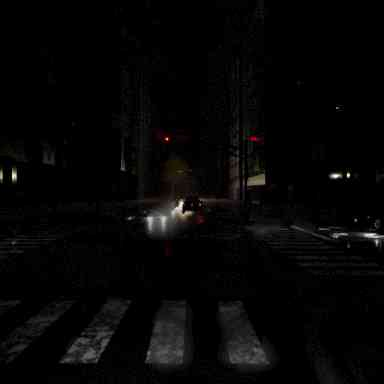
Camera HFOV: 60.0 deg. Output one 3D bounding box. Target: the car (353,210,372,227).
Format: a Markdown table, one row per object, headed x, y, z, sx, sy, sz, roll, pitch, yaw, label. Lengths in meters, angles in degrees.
| x | y | z | sx | sy | sz | roll | pitch | yaw | label |
| --- | --- | --- | --- | --- | --- | --- | --- | --- | --- |
| 12.599 | 1.496 | 20.600 | 4.902 | 1.511 | 2.128 | 0 | 0 | 0 | car |

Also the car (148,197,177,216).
| x | y | z | sx | sy | sz | roll | pitch | yaw | label |
| --- | --- | --- | --- | --- | --- | --- | --- | --- | --- |
| -3.101 | 1.547 | 33.441 | 2.033 | 1.411 | 5.357 | 0 | 0 | 4 | car |

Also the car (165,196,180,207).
| x | y | z | sx | sy | sz | roll | pitch | yaw | label |
| --- | --- | --- | --- | --- | --- | --- | --- | --- | --- |
| -3.078 | 1.491 | 53.407 | 2.128 | 1.511 | 4.902 | 0 | 0 | 0 | car |

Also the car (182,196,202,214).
| x | y | z | sx | sy | sz | roll | pitch | yaw | label |
| --- | --- | --- | --- | --- | --- | --- | --- | --- | --- |
| 0.037 | 1.351 | 36.029 | 2.097 | 1.767 | 4.553 | 0 | 0 | 0 | car |

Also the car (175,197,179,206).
| x | y | z | sx | sy | sz | roll | pitch | yaw | label |
| --- | --- | --- | --- | --- | --- | --- | --- | --- | --- |
| -3.116 | 1.477 | 43.245 | 1.882 | 1.535 | 5.008 | 0 | 0 | 0 | car |

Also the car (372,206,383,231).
| x | y | z | sx | sy | sz | roll | pitch | yaw | label |
| --- | --- | --- | --- | --- | --- | --- | --- | --- | --- |
| 12.163 | 1.574 | 17.351 | 4.181 | 1.385 | 1.994 | 0 | 0 | 0 | car |

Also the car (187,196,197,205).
| x | y | z | sx | sy | sz | roll | pitch | yaw | label |
| --- | --- | --- | --- | --- | --- | --- | --- | --- | --- |
| 0.006 | 1.477 | 60.816 | 1.882 | 1.535 | 5.008 | 0 | 0 | 0 | car |
